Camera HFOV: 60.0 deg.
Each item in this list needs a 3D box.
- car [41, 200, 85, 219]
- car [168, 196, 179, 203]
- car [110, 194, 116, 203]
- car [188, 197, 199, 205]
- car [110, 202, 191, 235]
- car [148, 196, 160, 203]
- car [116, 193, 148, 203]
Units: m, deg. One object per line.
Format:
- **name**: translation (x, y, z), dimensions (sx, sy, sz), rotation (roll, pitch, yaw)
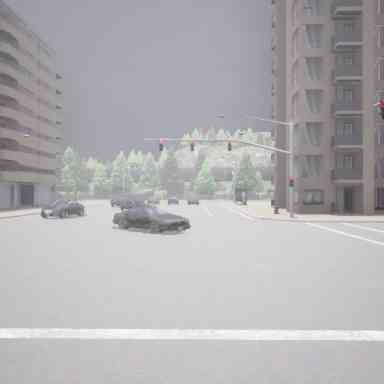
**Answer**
- **car**: translation (-11.063, 1.493, 28.843), dimensions (2.128, 1.511, 4.902), rotation (0, 0, 9)
- **car**: translation (-3.374, 1.526, 60.030), dimensions (1.812, 1.442, 4.674), rotation (0, 0, 0)
- **car**: translation (-10.480, 1.221, 49.397), dimensions (2.150, 2.045, 5.566), rotation (0, 0, 0)
- **car**: translation (0.223, 1.564, 58.373), dimensions (1.994, 1.385, 4.181), rotation (0, 0, 0)
- **car**: translation (-2.548, 1.547, 19.326), dimensions (5.357, 1.411, 2.033), rotation (0, 0, 43)
- **car**: translation (-6.882, 1.526, 59.640), dimensions (1.812, 1.442, 4.674), rotation (0, 0, 0)
- **car**: translation (-7.012, 1.219, 39.587), dimensions (2.150, 2.045, 5.566), rotation (0, 0, 0)
